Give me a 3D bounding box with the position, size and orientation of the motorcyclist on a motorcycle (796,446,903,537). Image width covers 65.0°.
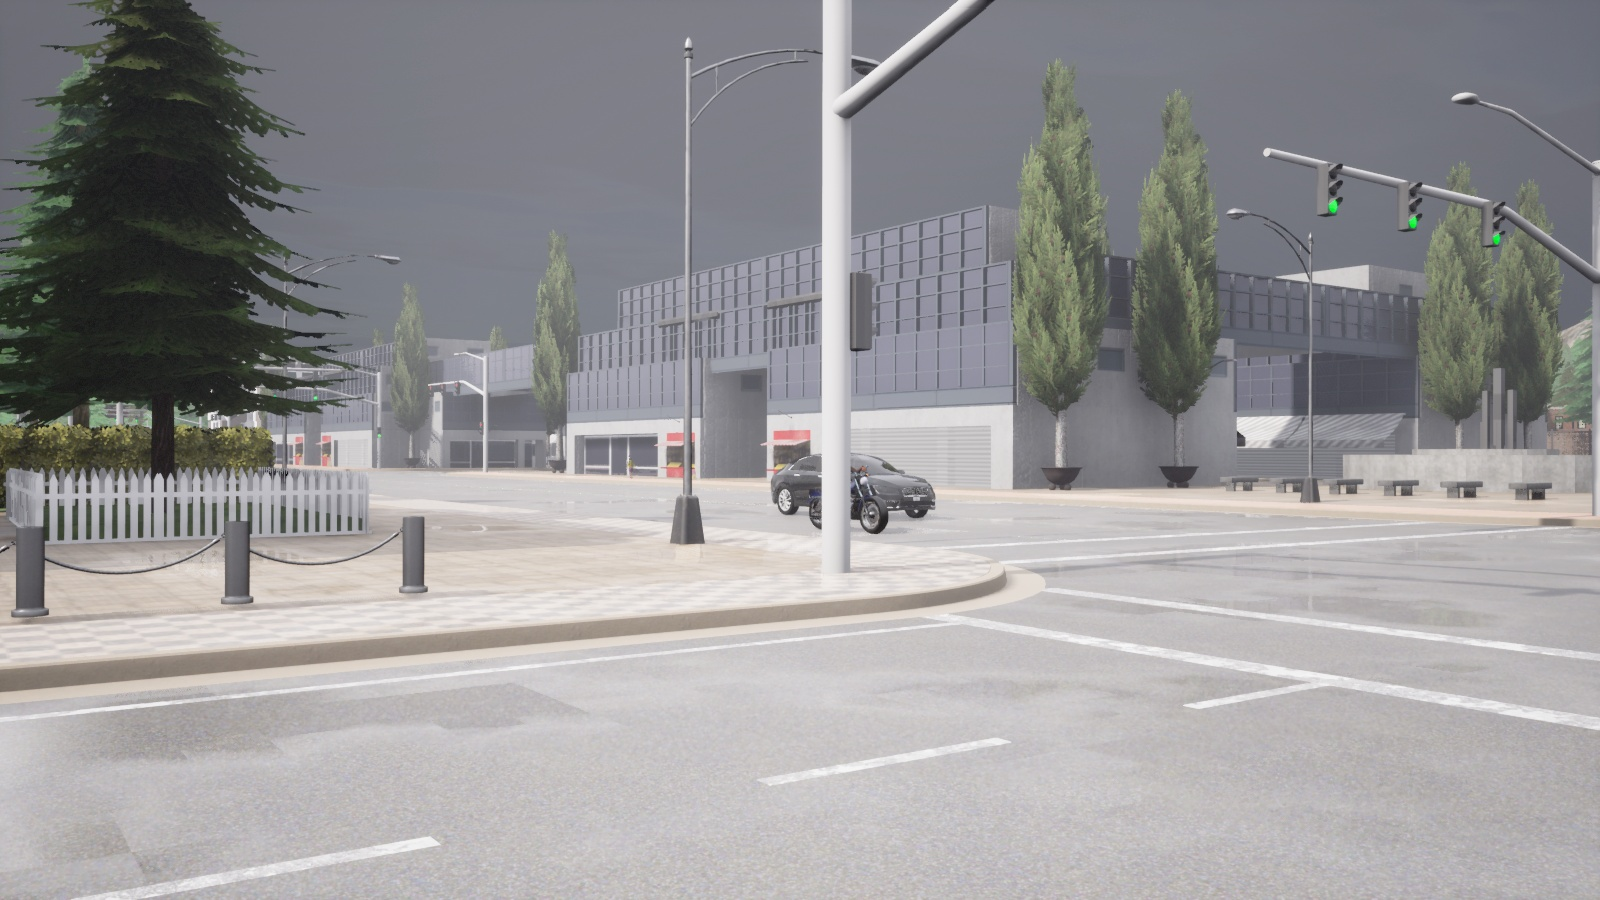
[{"bbox_3d":[0.901,0.752,23.853,0.766,1.649,2.350,0,0,-35],"label":"motorcyclist on a motorcycle"}]

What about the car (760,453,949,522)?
[{"bbox_3d":[1.174,0.820,29.581,1.837,1.490,4.892,0,0,-35],"label":"car"}]
